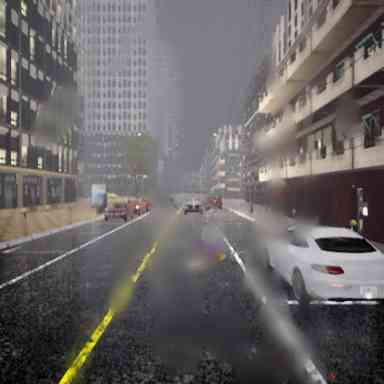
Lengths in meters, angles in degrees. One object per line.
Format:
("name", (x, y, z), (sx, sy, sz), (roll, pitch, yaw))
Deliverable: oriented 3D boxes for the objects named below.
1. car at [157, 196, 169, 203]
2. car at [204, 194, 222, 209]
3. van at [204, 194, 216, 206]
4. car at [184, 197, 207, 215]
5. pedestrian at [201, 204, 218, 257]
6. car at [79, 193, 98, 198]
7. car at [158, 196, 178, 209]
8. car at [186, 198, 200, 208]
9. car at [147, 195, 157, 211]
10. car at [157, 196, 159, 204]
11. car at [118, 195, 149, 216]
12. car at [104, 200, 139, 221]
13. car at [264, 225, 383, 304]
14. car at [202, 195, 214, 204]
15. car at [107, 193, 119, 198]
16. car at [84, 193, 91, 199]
("car", (-5.526, 1.439, 64.699), (1.947, 1.339, 4.313), (0, 0, 0))
("car", (2.798, 1.227, 42.779), (2.192, 1.841, 5.009), (0, 0, 0))
("van", (2.826, 1.233, 53.881), (1.690, 1.788, 3.998), (0, 0, 0))
("car", (0.166, 1.478, 32.944), (2.033, 1.411, 5.357), (0, 0, 0))
("pedestrian", (0.560, 1.270, 10.782), (0.375, 1.860, 0.375), (0, 0, -1))
("car", (-27.252, 0.902, 87.713), (4.313, 1.339, 1.947), (1, -1, 0))
("car", (-2.980, 1.415, 44.137), (1.837, 1.490, 4.892), (0, 0, 0))
("car", (0.172, 1.504, 47.288), (1.895, 1.301, 4.718), (0, 0, 1))
("car", (-5.596, 1.237, 37.249), (2.192, 1.841, 5.009), (0, 0, 0))
("car", (-5.539, 1.448, 59.453), (1.947, 1.339, 4.313), (0, 0, 0))
("car", (-5.611, 1.373, 31.698), (1.967, 1.590, 4.097), (0, 0, 0))
("car", (-5.625, 1.526, 26.147), (1.802, 1.307, 4.206), (0, 0, 0))
("car", (3.021, 1.509, 7.985), (1.812, 1.442, 4.674), (0, 0, 0))
("car", (2.840, 1.322, 59.432), (1.967, 1.590, 4.097), (0, 0, 0))
("car", (-21.806, 0.963, 87.849), (4.829, 1.417, 1.752), (1, -1, 0))
("car", (-27.166, 0.691, 79.337), (5.009, 1.841, 2.192), (1, -1, 0))
